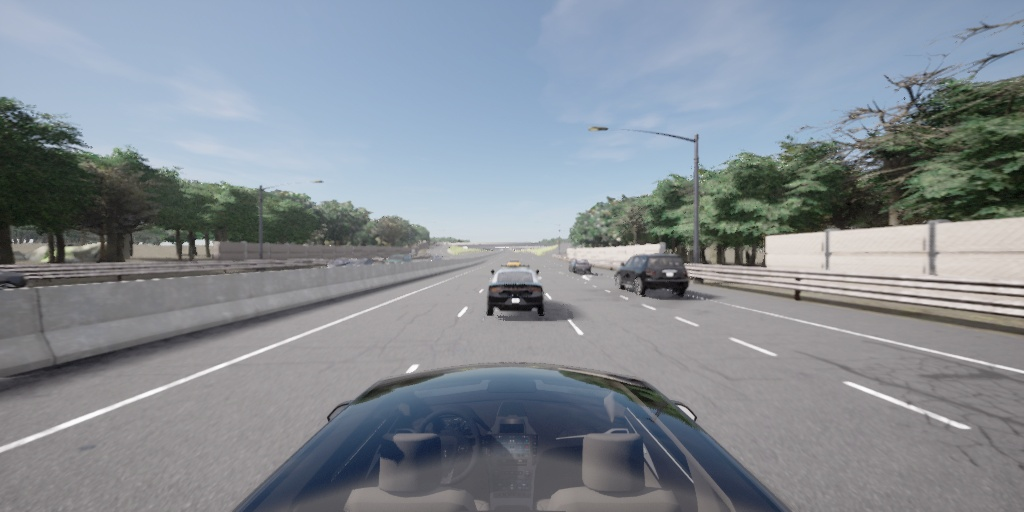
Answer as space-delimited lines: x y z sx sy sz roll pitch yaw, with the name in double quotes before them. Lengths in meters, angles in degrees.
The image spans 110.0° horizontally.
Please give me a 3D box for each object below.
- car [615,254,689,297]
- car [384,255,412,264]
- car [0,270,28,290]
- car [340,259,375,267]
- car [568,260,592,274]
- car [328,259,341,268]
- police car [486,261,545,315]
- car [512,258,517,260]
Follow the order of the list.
"car" 7.142 0.926 18.829 2.150 2.045 5.566 0 0 1
"car" -13.878 0.846 43.974 2.150 2.045 5.566 0 0 1
"car" -24.569 1.203 15.368 2.128 1.511 4.902 0 0 0
"car" -17.409 1.132 41.381 1.837 1.490 4.892 0 1 1
"car" 7.249 1.133 38.515 2.128 1.511 4.902 0 0 0
"car" -20.869 1.112 44.293 2.128 1.511 4.902 0 0 1
"police car" 0.119 1.144 13.477 1.930 1.638 5.238 0 0 0
"car" 0.304 1.075 45.167 1.801 1.575 5.366 0 0 1
